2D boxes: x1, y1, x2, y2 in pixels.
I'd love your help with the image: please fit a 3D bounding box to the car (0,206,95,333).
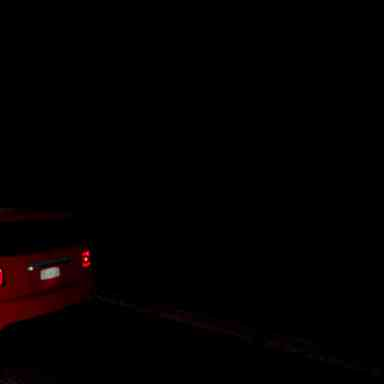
[{"bbox_3d":[-4.249,1.289,6.407,5.566,2.045,2.150,0,0,36],"label":"car"}]
